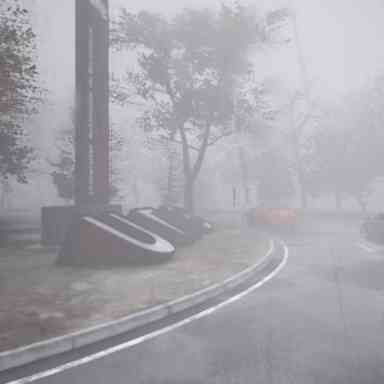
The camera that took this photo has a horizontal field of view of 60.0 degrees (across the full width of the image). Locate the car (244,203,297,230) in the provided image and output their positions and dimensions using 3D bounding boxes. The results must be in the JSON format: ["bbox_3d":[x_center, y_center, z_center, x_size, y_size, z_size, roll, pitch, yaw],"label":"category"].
[{"bbox_3d":[5.221,1.508,22.819,2.097,1.767,4.553,0,0,-13],"label":"car"}]

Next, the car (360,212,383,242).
[{"bbox_3d":[8.983,1.577,14.569,1.837,1.490,4.892,1,0,10],"label":"car"}]
